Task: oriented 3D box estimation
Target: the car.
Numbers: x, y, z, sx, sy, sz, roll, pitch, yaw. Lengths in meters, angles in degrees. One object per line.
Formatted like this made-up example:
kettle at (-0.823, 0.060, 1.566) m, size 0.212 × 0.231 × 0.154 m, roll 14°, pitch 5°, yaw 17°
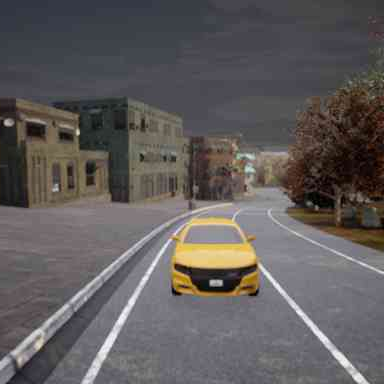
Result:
car at (0.545, 1.472, 8.879) m, size 1.882 × 1.535 × 5.008 m, roll 0°, pitch 0°, yaw 2°
